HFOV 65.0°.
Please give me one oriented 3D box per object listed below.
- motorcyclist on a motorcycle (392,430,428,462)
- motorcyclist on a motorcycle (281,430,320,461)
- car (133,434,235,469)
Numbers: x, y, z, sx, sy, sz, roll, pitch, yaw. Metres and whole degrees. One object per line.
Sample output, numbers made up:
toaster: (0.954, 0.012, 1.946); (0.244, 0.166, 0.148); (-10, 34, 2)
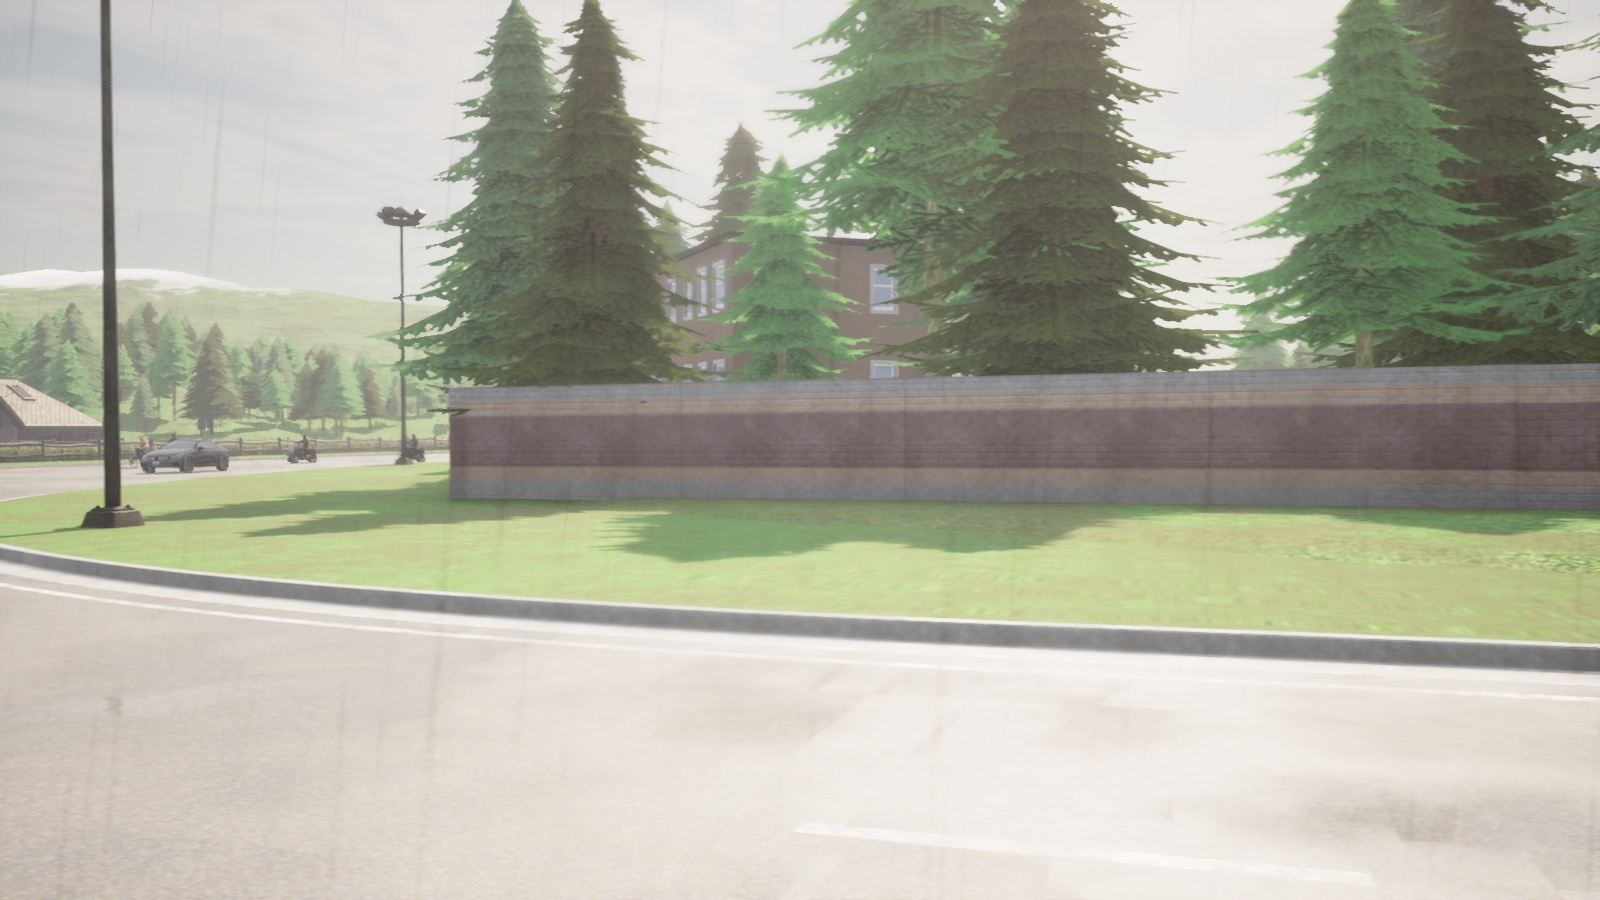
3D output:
motorcyclist on a motorcycle: (-20.919, -0.223, 67.476); (0.766, 1.649, 2.350); (0, 1, 13)
motorcyclist on a motorcycle: (-27.630, -0.257, 69.521); (0.766, 1.649, 2.350); (0, 1, 13)
car: (-26.444, 0.045, 54.099); (1.812, 1.442, 4.674); (0, 1, 5)
